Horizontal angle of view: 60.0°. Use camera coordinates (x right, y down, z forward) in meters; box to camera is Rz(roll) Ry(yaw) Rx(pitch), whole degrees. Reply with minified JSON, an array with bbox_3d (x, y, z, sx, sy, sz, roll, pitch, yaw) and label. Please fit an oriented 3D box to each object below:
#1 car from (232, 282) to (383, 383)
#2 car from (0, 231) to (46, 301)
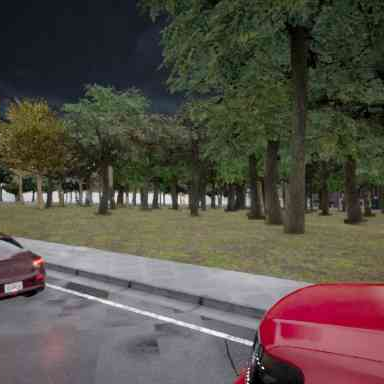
[{"bbox_3d":[2.923,1.222,1.601,5.566,2.045,2.150,0,0,35],"label":"car"},{"bbox_3d":[-5.036,1.524,7.258,4.674,1.442,1.812,0,0,36],"label":"car"}]
